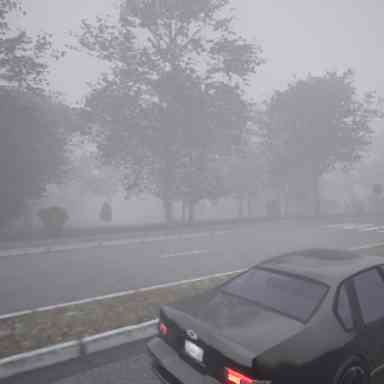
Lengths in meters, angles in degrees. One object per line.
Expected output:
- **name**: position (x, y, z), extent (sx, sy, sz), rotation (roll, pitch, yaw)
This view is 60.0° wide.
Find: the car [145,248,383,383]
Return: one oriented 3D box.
- **car**: position (2.056, 1.540, 4.602), extent (5.357, 1.411, 2.033), rotation (0, 0, -35)
